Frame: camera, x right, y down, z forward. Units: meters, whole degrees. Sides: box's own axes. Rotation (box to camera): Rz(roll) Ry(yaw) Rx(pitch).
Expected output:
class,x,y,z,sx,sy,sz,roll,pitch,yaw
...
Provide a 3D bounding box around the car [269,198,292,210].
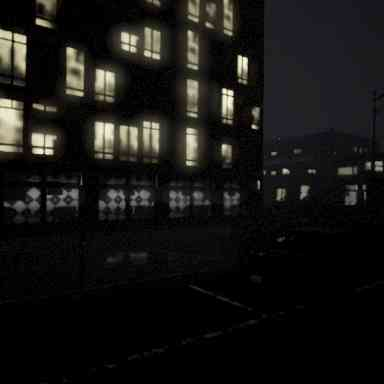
class,x,y,z,sx,sy,sz,roll,pitch,yaw
car,11.943,1.456,42.931,1.967,1.590,4.097,2,0,-36

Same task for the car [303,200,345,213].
class,x,y,z,sx,sy,sz,roll,pitch,yaw
car,15.224,1.667,38.459,1.802,1.307,4.206,2,0,-36

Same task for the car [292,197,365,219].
class,x,y,z,sx,sy,sz,roll,pitch,yaw
car,11.764,1.349,29.030,2.192,1.841,5.009,2,0,-36

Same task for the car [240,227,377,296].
class,x,y,z,sx,sy,sz,roll,pitch,yaw
car,3.243,1.639,8.869,4.313,1.339,1.947,1,0,-36

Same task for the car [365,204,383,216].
class,x,y,z,sx,sy,sz,roll,pitch,yaw
car,18.509,1.699,33.991,1.887,1.381,4.507,2,0,-36
